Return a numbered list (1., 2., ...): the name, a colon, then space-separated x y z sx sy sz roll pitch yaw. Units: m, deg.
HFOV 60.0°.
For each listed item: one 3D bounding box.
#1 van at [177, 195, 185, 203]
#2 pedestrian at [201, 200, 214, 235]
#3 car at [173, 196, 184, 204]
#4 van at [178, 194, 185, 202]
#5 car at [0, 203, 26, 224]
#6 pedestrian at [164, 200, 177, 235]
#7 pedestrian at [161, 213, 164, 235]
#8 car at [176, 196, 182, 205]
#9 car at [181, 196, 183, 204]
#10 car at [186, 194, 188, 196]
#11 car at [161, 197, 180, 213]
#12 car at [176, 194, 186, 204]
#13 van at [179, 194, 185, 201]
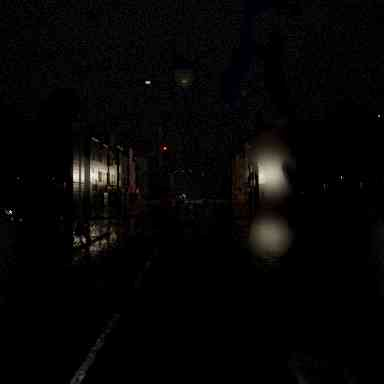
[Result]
1. van: -2.638 1.502 77.624 1.690 1.788 3.998 0 0 0
2. pedestrian: 0.821 1.305 17.526 0.375 1.860 0.375 0 0 0
3. car: -2.638 1.561 66.412 1.967 1.590 4.097 0 0 0
4. van: -2.639 1.523 83.229 1.690 1.788 3.998 0 0 0
5. car: -14.202 1.384 23.289 4.553 1.767 2.097 0 0 0
6. pedestrian: -1.107 1.304 16.925 0.375 1.860 0.375 0 0 0
7. pedestrian: -1.319 1.305 18.121 0.375 1.860 0.375 0 0 0
8. car: -2.636 1.600 43.991 1.887 1.381 4.507 0 0 0
9. car: -2.637 1.651 49.596 1.802 1.307 4.206 0 0 0
10. car: -2.638 1.455 72.018 2.192 1.841 5.009 0 0 0
11. car: -2.635 1.568 38.216 1.752 1.417 4.829 0 0 0
12. car: -2.637 1.543 60.807 1.967 1.590 4.097 0 0 0
13. van: -2.639 1.545 88.835 1.690 1.788 3.998 0 0 0
